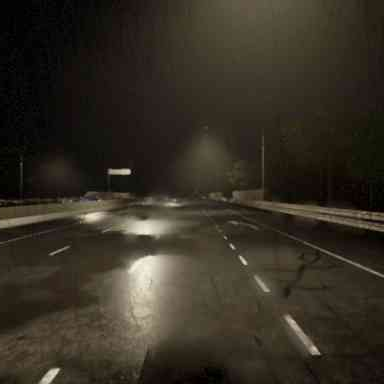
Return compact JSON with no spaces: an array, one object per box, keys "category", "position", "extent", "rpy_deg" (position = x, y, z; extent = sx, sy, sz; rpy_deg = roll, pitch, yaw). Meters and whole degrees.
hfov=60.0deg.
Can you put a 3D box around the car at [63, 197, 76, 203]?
[{"category":"car","position":[-24.631,1.847,67.770],"extent":[2.097,1.767,4.553],"rpy_deg":[0,0,0]}]

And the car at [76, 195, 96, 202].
[{"category":"car","position":[-21.131,1.716,67.719],"extent":[2.150,2.045,5.566],"rpy_deg":[0,0,0]}]

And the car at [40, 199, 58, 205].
[{"category":"car","position":[-28.126,2.036,65.511],"extent":[1.994,1.385,4.181],"rpy_deg":[0,0,0]}]

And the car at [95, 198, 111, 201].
[{"category":"car","position":[-17.632,1.970,68.171],"extent":[1.882,1.535,5.008],"rpy_deg":[0,0,0]}]
